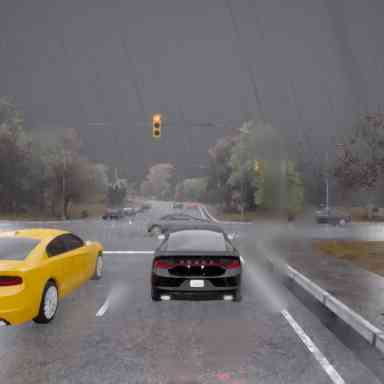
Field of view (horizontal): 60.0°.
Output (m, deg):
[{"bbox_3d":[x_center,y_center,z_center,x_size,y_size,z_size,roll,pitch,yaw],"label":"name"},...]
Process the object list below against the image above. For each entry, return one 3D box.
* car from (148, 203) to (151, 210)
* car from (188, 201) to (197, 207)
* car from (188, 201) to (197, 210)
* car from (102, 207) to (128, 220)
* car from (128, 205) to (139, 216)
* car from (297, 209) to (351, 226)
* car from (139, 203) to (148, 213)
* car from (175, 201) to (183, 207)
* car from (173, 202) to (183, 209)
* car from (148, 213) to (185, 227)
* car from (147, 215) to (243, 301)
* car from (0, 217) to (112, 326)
[{"bbox_3d":[-10.339,3.231,75.322,2.033,1.411,5.357,0,0,0],"label":"car"},{"bbox_3d":[0.084,3.162,86.333,2.033,1.411,5.357,0,0,-3],"label":"car"},{"bbox_3d":[0.165,3.043,76.175,2.097,1.767,4.553,0,0,0],"label":"car"},{"bbox_3d":[-10.515,3.002,44.766,2.033,1.411,5.357,0,-2,1],"label":"car"},{"bbox_3d":[-10.467,3.212,54.636,1.812,1.442,4.674,0,-1,0],"label":"car"},{"bbox_3d":[12.463,2.439,31.572,4.892,1.490,1.837,0,-2,0],"label":"car"},{"bbox_3d":[-10.402,3.247,64.741,2.128,1.511,4.902,0,0,1],"label":"car"},{"bbox_3d":[-3.432,3.167,86.756,1.994,1.385,4.181,0,0,-3],"label":"car"},{"bbox_3d":[-3.336,3.184,76.688,1.837,1.490,4.892,0,0,0],"label":"car"},{"bbox_3d":[-0.688,2.042,20.925,4.181,1.385,1.994,0,-2,2],"label":"car"},{"bbox_3d":[0.102,1.566,8.544,1.882,1.535,5.008,0,-1,0],"label":"car"},{"bbox_3d":[-3.405,1.543,7.302,1.882,1.535,5.008,0,-1,0],"label":"car"}]
